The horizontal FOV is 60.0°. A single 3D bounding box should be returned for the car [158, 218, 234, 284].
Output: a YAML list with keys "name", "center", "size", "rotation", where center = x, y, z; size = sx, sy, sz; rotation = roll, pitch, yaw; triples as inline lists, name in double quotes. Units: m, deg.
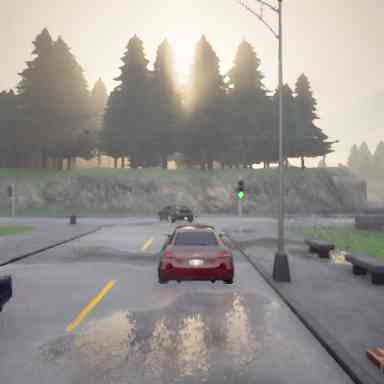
- name: "car"
  center: [0.096, 1.693, 10.034]
  size: [1.994, 1.385, 4.181]
  rotation: [0, -1, 0]

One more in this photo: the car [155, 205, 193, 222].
- name: "car"
  center: [-1.576, 1.869, 28.595]
  size: [1.837, 1.490, 4.892]
  rotation: [3, -2, -26]

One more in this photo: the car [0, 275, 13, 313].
- name: "car"
  center: [-4.089, 1.649, 3.640]
  size: [1.895, 1.301, 4.718]
  rotation: [0, -1, 0]
